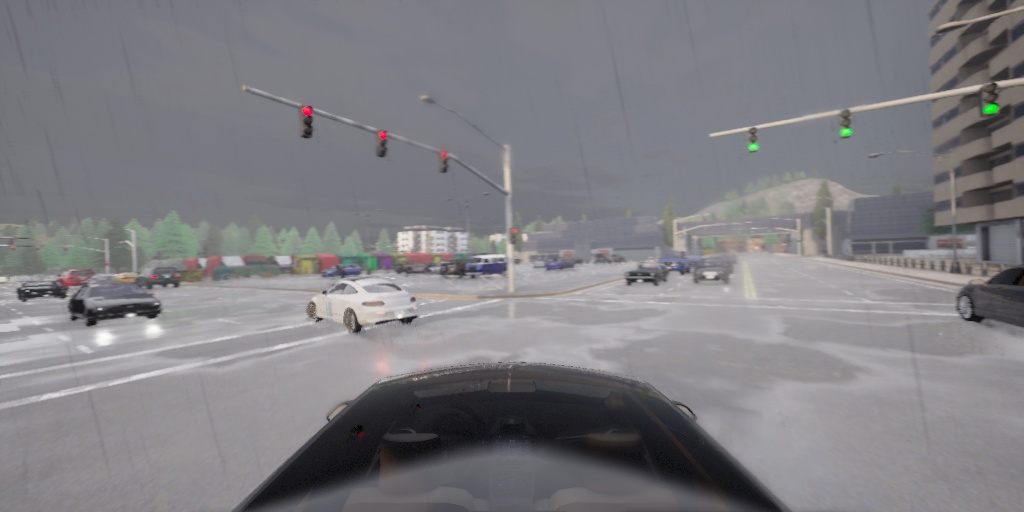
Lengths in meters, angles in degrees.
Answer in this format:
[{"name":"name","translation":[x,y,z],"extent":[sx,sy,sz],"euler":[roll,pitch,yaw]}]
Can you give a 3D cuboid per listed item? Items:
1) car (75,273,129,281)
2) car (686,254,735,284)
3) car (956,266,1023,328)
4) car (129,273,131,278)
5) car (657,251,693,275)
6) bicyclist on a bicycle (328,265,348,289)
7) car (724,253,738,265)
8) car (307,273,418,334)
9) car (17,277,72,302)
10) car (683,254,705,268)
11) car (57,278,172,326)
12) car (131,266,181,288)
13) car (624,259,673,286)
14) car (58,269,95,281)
[{"name":"car","translation":[-35.675,2.445,31.165],"extent":[5.357,1.411,2.033],"euler":[-2,0,33]},{"name":"car","translation":[12.522,0.884,22.428],"extent":[2.128,1.511,4.902],"euler":[-2,0,32]},{"name":"car","translation":[11.372,0.896,7.312],"extent":[1.837,1.490,4.892],"euler":[-2,0,33]},{"name":"car","translation":[-42.466,2.601,39.592],"extent":[5.008,1.535,1.882],"euler":[-2,0,33]},{"name":"car","translation":[14.174,0.570,31.470],"extent":[2.150,2.045,5.566],"euler":[-2,0,33]},{"name":"bicyclist on a bicycle","translation":[-11.857,1.428,24.674],"extent":[0.582,1.620,1.656],"euler":[-2,0,33]},{"name":"car","translation":[18.345,0.760,31.465],"extent":[2.033,1.411,5.357],"euler":[-2,0,33]},{"name":"car","translation":[-4.756,1.423,11.304],"extent":[4.674,1.442,1.812],"euler":[-1,0,42]},{"name":"car","translation":[-33.011,2.408,25.165],"extent":[4.718,1.301,1.895],"euler":[-2,0,33]},{"name":"car","translation":[22.689,0.560,44.649],"extent":[1.882,1.535,5.008],"euler":[-2,0,33]},{"name":"car","translation":[-15.787,1.790,14.160],"extent":[5.357,1.411,2.033],"euler":[-2,0,33]},{"name":"car","translation":[-33.531,2.052,33.940],"extent":[5.566,2.045,2.150],"euler":[-2,0,33]},{"name":"car","translation":[8.653,1.119,22.861],"extent":[1.895,1.301,4.718],"euler":[-2,0,33]},{"name":"car","translation":[-44.379,2.404,36.657],"extent":[5.566,2.045,2.150],"euler":[-2,0,33]}]
